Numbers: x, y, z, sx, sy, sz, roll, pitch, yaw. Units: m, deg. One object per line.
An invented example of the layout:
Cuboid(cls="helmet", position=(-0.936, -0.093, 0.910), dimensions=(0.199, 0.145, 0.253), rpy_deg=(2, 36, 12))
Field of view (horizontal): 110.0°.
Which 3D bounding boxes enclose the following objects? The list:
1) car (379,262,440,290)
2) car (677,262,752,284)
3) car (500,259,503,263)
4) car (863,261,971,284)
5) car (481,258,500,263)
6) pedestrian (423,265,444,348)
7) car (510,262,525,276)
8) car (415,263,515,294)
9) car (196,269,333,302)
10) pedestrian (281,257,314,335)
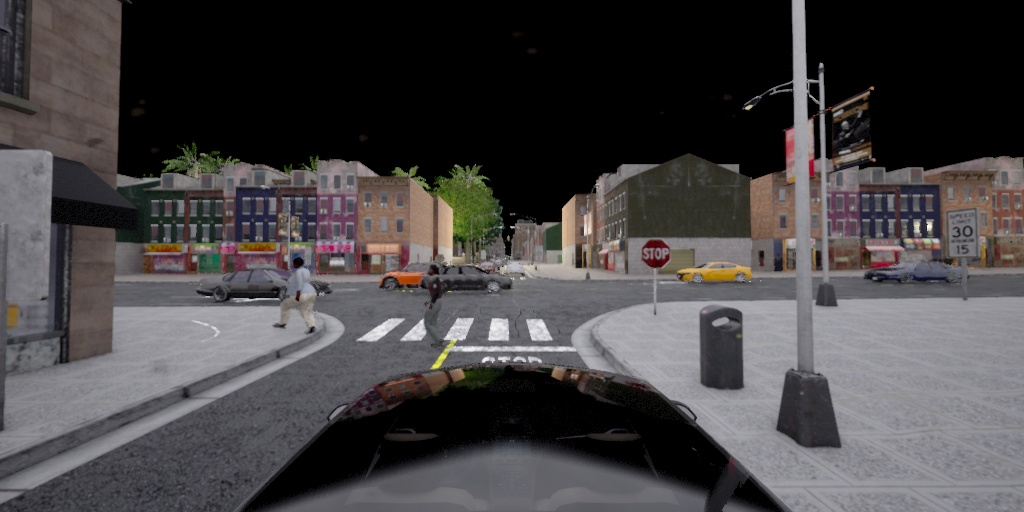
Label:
Cuboid(cls="car", position=(-5.989, 1.204, 22.753), dimensions=(4.553, 1.767, 2.097), rpy_deg=(-1, -1, 0))
Cuboid(cls="car", position=(14.708, 1.196, 26.221), dimensions=(5.008, 1.535, 1.882), rpy_deg=(-1, -1, -1))
Cuboid(cls="car", position=(-2.579, 1.440, 49.860), dimensions=(1.895, 1.301, 4.718), rpy_deg=(0, 0, 0))
Cuboid(cls="car", position=(25.979, 1.039, 23.081), dimensions=(5.357, 1.411, 2.033), rpy_deg=(-1, -1, -1))
Cuboid(cls="car", position=(-2.619, 1.298, 38.398), dimensions=(1.882, 1.535, 5.008), rpy_deg=(0, 0, 2))
Cuboid(cls="pedestrian", position=(-1.709, 1.058, 7.874), dimensions=(0.375, 1.860, 0.375), rpy_deg=(1, -1, 0))
Cuboid(cls="car", position=(0.340, 1.347, 38.730), dimensions=(1.812, 1.442, 4.674), rpy_deg=(0, 0, 0))
Cuboid(cls="car", position=(-2.430, 1.260, 19.355), dimensions=(4.892, 1.490, 1.837), rpy_deg=(-1, -1, -1))
Cuboid(cls="car", position=(-10.884, 1.272, 15.867), dimensions=(5.357, 1.411, 2.033), rpy_deg=(0, -1, 6))
Cuboid(cls="pedestrian", position=(-5.052, 0.907, 8.469), dimensions=(0.375, 1.860, 0.375), rpy_deg=(1, -1, 0))
